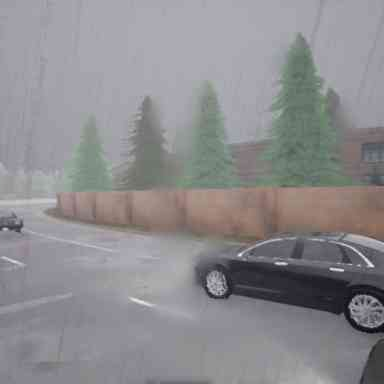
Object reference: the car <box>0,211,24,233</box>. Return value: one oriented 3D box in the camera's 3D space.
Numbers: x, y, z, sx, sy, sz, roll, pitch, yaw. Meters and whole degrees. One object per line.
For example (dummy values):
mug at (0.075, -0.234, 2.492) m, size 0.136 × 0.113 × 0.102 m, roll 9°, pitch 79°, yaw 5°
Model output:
car at (-11.978, 1.839, 20.547) m, size 1.895 × 1.301 × 4.718 m, roll 0°, pitch -1°, yaw -40°

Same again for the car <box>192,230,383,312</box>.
car at (2.234, 1.549, 6.877) m, size 4.892 × 1.490 × 1.837 m, roll -1°, pitch 0°, yaw 37°

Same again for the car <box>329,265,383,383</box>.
car at (3.632, 1.538, 1.443) m, size 5.357 × 1.411 × 2.033 m, roll -1°, pitch -1°, yaw 35°
